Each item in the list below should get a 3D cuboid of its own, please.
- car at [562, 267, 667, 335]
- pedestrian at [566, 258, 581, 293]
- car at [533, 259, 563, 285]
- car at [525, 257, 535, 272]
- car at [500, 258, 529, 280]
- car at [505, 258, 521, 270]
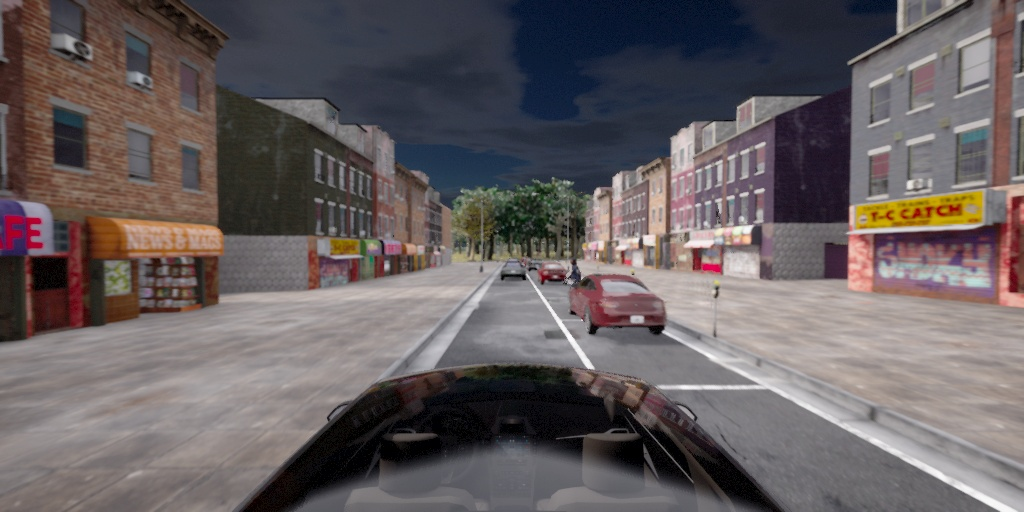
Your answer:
[{"bbox_3d":[2.756,1.210,10.186,1.812,1.442,4.674,0,0,0],"label":"car"},{"bbox_3d":[2.271,0.955,13.009,0.375,1.860,0.375,-1,1,0],"label":"pedestrian"},{"bbox_3d":[2.654,1.121,24.116,1.888,1.381,4.507,0,0,0],"label":"car"},{"bbox_3d":[2.667,1.028,40.334,1.948,1.339,4.313,0,0,0],"label":"car"},{"bbox_3d":[0.102,1.106,28.591,1.994,1.385,4.181,0,1,0],"label":"car"},{"bbox_3d":[0.130,0.966,46.669,2.033,1.411,5.357,0,0,0],"label":"car"}]
